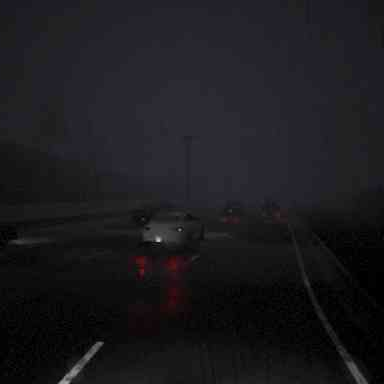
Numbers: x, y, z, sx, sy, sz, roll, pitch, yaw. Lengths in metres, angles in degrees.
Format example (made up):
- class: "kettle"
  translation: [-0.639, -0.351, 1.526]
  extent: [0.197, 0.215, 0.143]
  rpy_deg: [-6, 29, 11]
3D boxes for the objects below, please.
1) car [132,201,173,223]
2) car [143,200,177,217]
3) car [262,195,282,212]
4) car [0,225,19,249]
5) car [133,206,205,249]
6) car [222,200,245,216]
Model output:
- class: "car"
  translation: [-2.330, 1.512, 22.467]
  extent: [1.882, 1.535, 5.008]
  rpy_deg: [0, 0, 14]
- class: "car"
  translation: [-3.111, 1.579, 33.408]
  extent: [1.812, 1.442, 4.674]
  rpy_deg: [0, 0, 15]
- class: "car"
  translation: [10.008, 1.501, 41.969]
  extent: [2.097, 1.767, 4.553]
  rpy_deg: [0, 0, 15]
- class: "car"
  translation: [-8.764, 1.522, 11.716]
  extent: [2.033, 1.411, 5.357]
  rpy_deg: [0, 0, 14]
- class: "car"
  translation: [-0.695, 1.553, 14.648]
  extent: [1.812, 1.442, 4.674]
  rpy_deg: [0, 0, 14]
- class: "car"
  translation: [4.275, 1.589, 33.924]
  extent: [2.128, 1.511, 4.902]
  rpy_deg: [0, 0, 15]
